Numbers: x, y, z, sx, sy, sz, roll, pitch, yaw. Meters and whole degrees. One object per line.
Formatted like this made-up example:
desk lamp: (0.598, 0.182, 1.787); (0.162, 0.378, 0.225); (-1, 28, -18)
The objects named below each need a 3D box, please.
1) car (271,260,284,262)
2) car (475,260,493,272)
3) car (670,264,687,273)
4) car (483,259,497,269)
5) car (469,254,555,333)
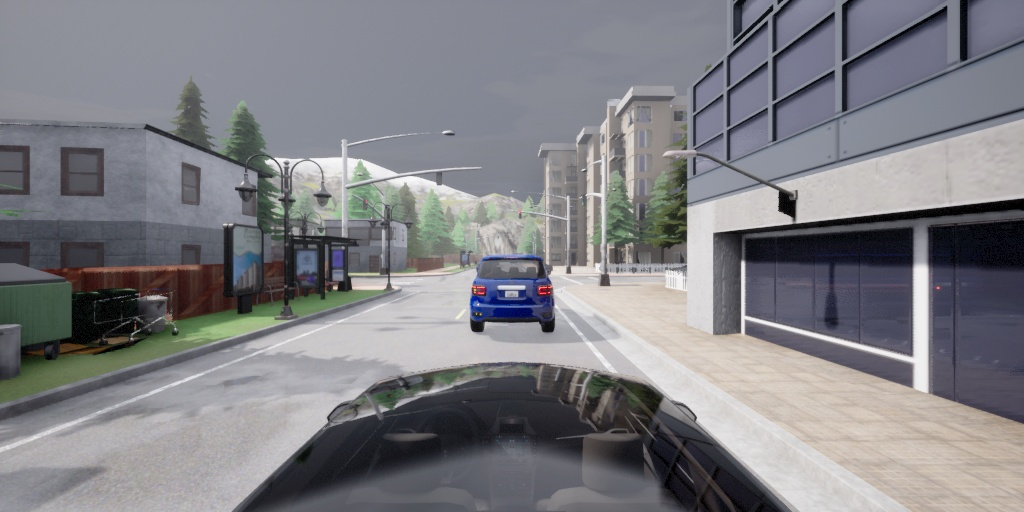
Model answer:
car: (-16.775, 1.083, 26.070); (4.553, 1.767, 2.097); (0, 0, -7)
car: (-3.599, 1.297, 47.279); (2.033, 1.411, 5.357); (0, 0, 0)
car: (16.500, 1.270, 31.858); (4.892, 1.490, 1.837); (0, 0, -2)
car: (-3.587, 1.227, 59.538); (1.882, 1.535, 5.008); (0, 0, 0)
car: (0.050, 0.971, 10.939); (2.150, 2.045, 5.566); (0, 0, 1)
